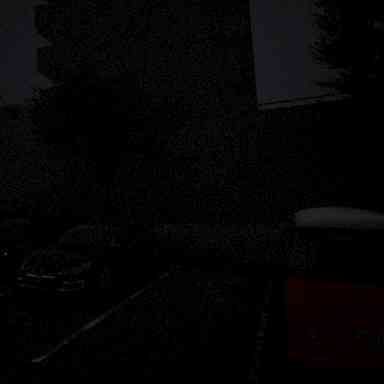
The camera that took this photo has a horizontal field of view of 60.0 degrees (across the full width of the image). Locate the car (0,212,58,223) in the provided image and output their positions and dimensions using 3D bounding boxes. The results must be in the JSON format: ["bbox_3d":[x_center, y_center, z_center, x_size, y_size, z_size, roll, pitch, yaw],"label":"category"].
[{"bbox_3d":[-4.811,1.556,10.800,2.163,1.488,4.792,0,-1,16],"label":"car"}]

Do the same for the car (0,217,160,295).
[{"bbox_3d":[-2.376,1.519,9.013,2.231,1.521,4.892,0,-1,16],"label":"car"}]

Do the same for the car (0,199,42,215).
[{"bbox_3d":[-7.254,1.283,12.568,2.435,2.045,5.566,0,-1,16],"label":"car"}]

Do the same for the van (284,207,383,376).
[{"bbox_3d":[2.498,1.278,5.570,1.878,1.987,4.442,0,-1,16],"label":"van"}]
